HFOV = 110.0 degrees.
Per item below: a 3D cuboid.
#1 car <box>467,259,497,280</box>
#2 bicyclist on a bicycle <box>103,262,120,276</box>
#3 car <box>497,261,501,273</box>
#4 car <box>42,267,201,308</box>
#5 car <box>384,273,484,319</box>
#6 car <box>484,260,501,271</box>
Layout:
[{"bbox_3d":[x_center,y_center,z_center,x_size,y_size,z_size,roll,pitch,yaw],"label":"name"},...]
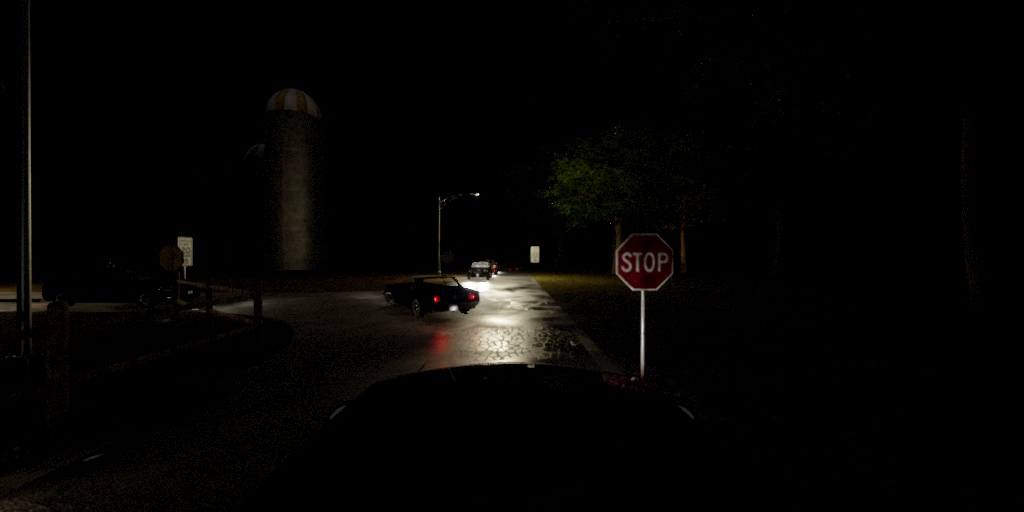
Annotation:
[{"bbox_3d":[-2.769,1.276,31.450,2.128,1.511,4.902,0,0,0],"label":"car"},{"bbox_3d":[-22.692,1.139,20.324,0.582,1.620,1.656,0,0,0],"label":"bicyclist on a bicycle"},{"bbox_3d":[-2.741,1.181,41.457,2.097,1.767,4.553,0,0,0],"label":"car"},{"bbox_3d":[-15.516,1.195,14.428,5.008,1.535,1.882,0,0,-2],"label":"car"},{"bbox_3d":[-3.129,1.349,13.083,1.895,1.301,4.718,0,0,-36],"label":"car"},{"bbox_3d":[-2.704,1.384,51.690,2.128,1.511,4.902,0,0,0],"label":"car"}]
